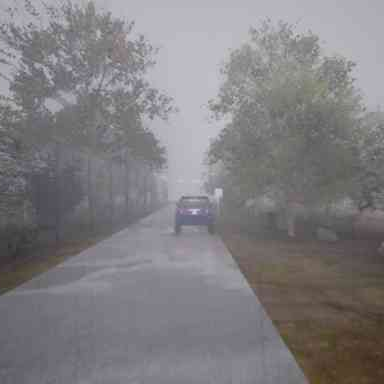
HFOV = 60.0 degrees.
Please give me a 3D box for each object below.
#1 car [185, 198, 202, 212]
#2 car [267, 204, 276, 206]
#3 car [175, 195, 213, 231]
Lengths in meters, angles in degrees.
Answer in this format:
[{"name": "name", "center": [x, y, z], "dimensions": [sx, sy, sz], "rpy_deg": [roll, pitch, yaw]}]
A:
[{"name": "car", "center": [0.158, 1.462, 39.200], "dimensions": [1.882, 1.535, 5.008], "rpy_deg": [0, 0, 0]}, {"name": "car", "center": [19.960, 4.386, 83.048], "dimensions": [2.435, 2.045, 5.566], "rpy_deg": [0, 1, -18]}, {"name": "car", "center": [0.132, 1.214, 20.551], "dimensions": [2.150, 2.045, 5.566], "rpy_deg": [0, 0, 0]}]
